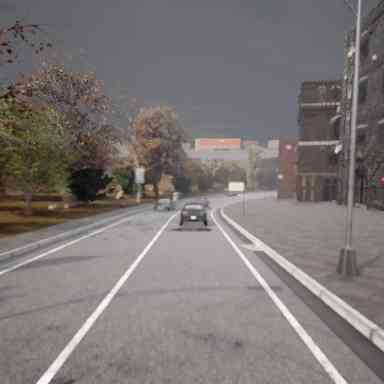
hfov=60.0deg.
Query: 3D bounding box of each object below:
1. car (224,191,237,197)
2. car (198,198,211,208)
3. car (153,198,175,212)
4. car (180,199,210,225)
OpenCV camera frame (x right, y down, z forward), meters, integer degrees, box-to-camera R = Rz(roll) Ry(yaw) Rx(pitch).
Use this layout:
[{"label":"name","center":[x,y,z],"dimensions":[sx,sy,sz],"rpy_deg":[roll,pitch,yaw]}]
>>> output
[{"label":"car","center":[8.770,0.429,75.738],"dimensions":[1.994,1.385,4.181],"rpy_deg":[3,3,27]},{"label":"car","center":[1.324,1.433,42.211],"dimensions":[1.994,1.385,4.181],"rpy_deg":[1,1,8]},{"label":"car","center":[-3.004,1.417,36.709],"dimensions":[1.812,1.442,4.674],"rpy_deg":[0,1,5]},{"label":"car","center":[0.115,1.474,23.500],"dimensions":[1.812,1.442,4.674],"rpy_deg":[0,0,0]}]
